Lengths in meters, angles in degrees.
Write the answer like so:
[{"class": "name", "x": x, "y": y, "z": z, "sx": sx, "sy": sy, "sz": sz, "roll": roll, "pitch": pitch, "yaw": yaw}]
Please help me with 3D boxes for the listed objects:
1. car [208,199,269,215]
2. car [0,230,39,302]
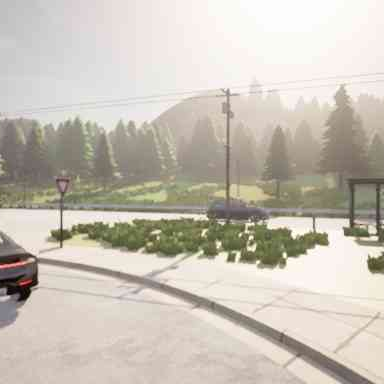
[{"class": "car", "x": 3.451, "y": 1.294, "z": 24.684, "sx": 4.553, "sy": 1.767, "sz": 2.097, "roll": 0, "pitch": 0, "yaw": 18}, {"class": "car", "x": -5.073, "y": 1.448, "z": 7.022, "sx": 4.902, "sy": 1.511, "sz": 2.128, "roll": 0, "pitch": 0, "yaw": 39}]
